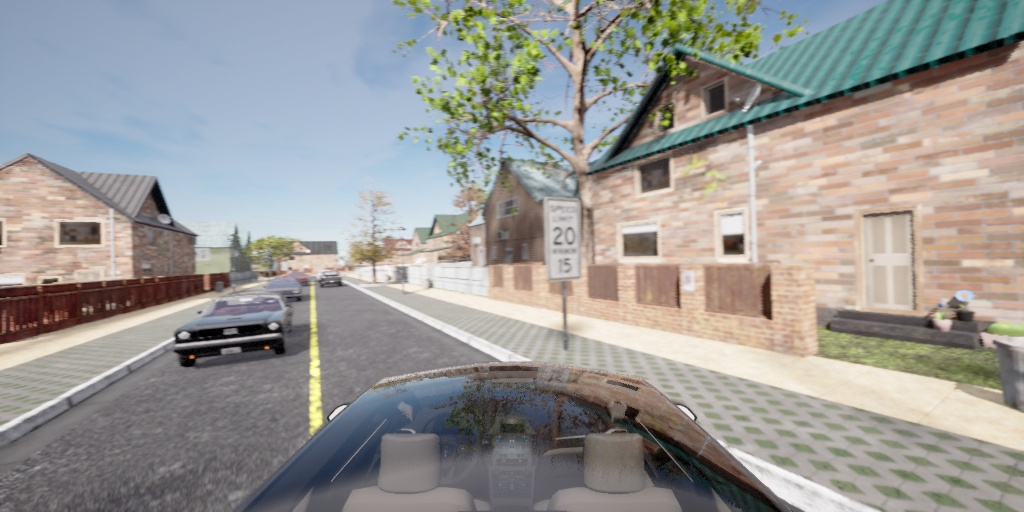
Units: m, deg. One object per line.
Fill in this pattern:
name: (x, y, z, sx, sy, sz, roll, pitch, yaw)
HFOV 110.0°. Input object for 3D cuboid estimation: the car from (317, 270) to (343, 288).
car: (-17.456, 2.167, 34.476, 2.128, 1.511, 4.902, -2, -1, -29)

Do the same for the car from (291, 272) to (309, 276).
car: (-22.108, 2.364, 36.977, 1.882, 1.535, 5.008, -2, -1, -29)

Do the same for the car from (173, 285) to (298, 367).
car: (-6.750, 1.653, 9.158, 1.895, 1.301, 4.718, -2, -1, -29)

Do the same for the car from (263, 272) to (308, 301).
car: (-13.723, 1.962, 21.700, 2.033, 1.411, 5.357, -2, -1, -29)
